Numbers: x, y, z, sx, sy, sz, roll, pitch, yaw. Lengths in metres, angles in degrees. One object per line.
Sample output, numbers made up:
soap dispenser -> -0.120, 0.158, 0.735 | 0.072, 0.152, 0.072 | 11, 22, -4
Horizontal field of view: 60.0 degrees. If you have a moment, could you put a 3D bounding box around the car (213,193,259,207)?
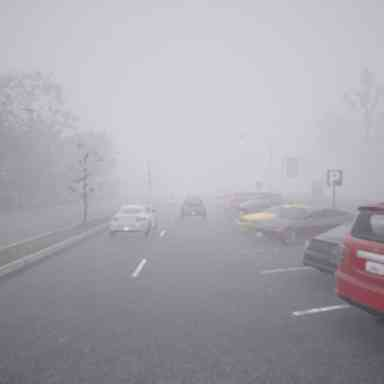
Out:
car -> 5.102, 0.944, 38.448 | 4.792, 1.488, 2.163 | 0, 1, -20

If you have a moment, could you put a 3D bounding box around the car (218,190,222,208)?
car -> 5.047, 0.982, 29.475 | 4.553, 1.767, 2.185 | 0, 1, -20

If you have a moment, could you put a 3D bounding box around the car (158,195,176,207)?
car -> -2.895, 1.012, 38.919 | 1.895, 1.301, 4.718 | 0, 1, 0

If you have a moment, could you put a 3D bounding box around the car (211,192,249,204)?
car -> 5.072, 0.825, 44.400 | 4.674, 1.452, 2.002 | 0, 1, -20

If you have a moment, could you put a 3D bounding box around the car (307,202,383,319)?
car -> 5.100, 1.195, 5.621 | 5.566, 2.045, 2.435 | 1, 0, -20

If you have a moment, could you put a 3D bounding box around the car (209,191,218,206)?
car -> 4.901, 0.976, 35.386 | 5.366, 1.575, 1.946 | 0, 2, -20

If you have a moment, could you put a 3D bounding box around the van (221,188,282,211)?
van -> 4.969, 0.942, 26.447 | 4.442, 1.987, 1.878 | 0, 2, -20

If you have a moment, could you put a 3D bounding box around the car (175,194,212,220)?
car -> 0.104, 1.196, 24.887 | 2.128, 1.511, 4.902 | 0, 1, 0

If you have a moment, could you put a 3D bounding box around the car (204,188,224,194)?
car -> 5.087, 0.611, 53.338 | 4.892, 1.521, 2.231 | 0, 1, -20

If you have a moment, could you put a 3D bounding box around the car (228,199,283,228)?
car -> 4.900, 1.309, 17.478 | 5.366, 1.575, 1.946 | 1, 1, -20

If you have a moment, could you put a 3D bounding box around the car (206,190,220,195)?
car -> 4.903, 0.843, 41.351 | 5.366, 1.575, 1.946 | 0, 2, -20

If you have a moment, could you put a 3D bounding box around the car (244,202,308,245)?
car -> 5.045, 1.383, 14.552 | 4.792, 1.488, 2.163 | 1, 1, -20

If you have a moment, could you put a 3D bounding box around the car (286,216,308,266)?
car -> 5.068, 1.458, 8.595 | 4.674, 1.452, 2.002 | 1, 0, -20

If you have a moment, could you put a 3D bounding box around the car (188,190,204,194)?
car -> 0.104, 0.851, 41.233 | 2.128, 1.511, 4.902 | 0, 1, 0

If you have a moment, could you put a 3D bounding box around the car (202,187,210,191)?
car -> 5.107, 0.304, 56.335 | 5.566, 2.045, 2.435 | 0, 1, -20

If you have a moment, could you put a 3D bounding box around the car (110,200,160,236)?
car -> -2.898, 1.356, 17.026 | 1.812, 1.442, 4.674 | 0, 1, 0

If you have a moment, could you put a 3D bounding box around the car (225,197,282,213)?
car -> 5.068, 1.260, 23.520 | 4.674, 1.452, 2.002 | 0, 1, -20
